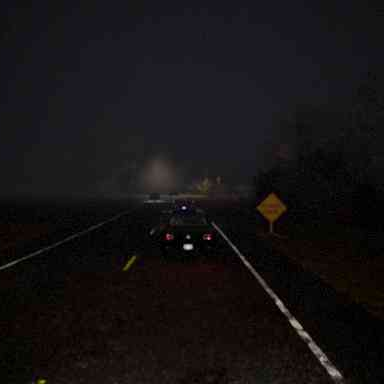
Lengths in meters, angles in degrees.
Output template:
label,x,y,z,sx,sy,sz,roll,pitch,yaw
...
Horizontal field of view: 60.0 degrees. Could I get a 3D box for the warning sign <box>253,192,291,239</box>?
label,x,y,z,sx,sy,sz,roll,pitch,yaw
warning sign,3.366,0.952,14.057,1.300,1.860,1.060,1,2,-1

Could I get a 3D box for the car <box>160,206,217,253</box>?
label,x,y,z,sx,sy,sz,roll,pitch,yaw
car,-0.151,1.452,12.911,1.895,1.301,4.718,0,1,-1

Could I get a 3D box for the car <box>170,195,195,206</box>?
label,x,y,z,sx,sy,sz,roll,pitch,yaw
car,-0.719,1.228,28.722,1.994,1.385,4.181,0,1,-2

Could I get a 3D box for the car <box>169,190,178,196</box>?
label,x,y,z,sx,sy,sz,roll,pitch,yaw
car,-4.650,0.218,84.046,2.097,1.767,4.553,0,1,-8

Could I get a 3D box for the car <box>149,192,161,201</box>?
label,x,y,z,sx,sy,sz,roll,pitch,yaw
car,-6.511,0.781,58.799,1.812,1.442,4.674,0,1,-5
